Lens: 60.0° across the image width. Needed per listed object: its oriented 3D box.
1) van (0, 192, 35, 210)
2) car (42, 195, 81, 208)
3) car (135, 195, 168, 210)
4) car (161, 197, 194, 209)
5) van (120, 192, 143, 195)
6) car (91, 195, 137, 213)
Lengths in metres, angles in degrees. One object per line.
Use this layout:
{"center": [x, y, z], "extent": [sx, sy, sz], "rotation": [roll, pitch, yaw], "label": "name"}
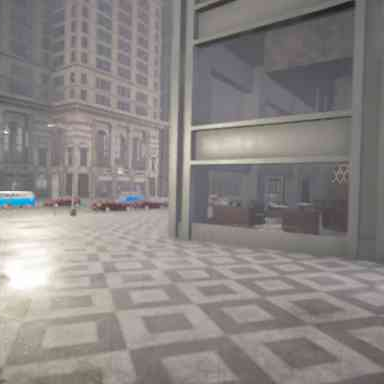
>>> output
{"center": [-18.334, 0.854, 34.294], "extent": [1.690, 1.788, 3.998], "rotation": [2, 1, 35], "label": "van"}
{"center": [-15.164, 1.077, 38.818], "extent": [1.887, 1.381, 4.507], "rotation": [2, 1, 35], "label": "car"}
{"center": [-5.003, 1.359, 38.414], "extent": [1.887, 1.381, 4.507], "rotation": [2, 1, 35], "label": "car"}
{"center": [-1.830, 1.379, 42.937], "extent": [1.887, 1.381, 4.507], "rotation": [2, 1, 35], "label": "car"}
{"center": [-8.810, 0.914, 47.859], "extent": [1.690, 1.788, 3.998], "rotation": [2, 1, 35], "label": "van"}
{"center": [-8.176, 1.339, 33.890], "extent": [1.887, 1.381, 4.507], "rotation": [2, 1, 35], "label": "car"}
